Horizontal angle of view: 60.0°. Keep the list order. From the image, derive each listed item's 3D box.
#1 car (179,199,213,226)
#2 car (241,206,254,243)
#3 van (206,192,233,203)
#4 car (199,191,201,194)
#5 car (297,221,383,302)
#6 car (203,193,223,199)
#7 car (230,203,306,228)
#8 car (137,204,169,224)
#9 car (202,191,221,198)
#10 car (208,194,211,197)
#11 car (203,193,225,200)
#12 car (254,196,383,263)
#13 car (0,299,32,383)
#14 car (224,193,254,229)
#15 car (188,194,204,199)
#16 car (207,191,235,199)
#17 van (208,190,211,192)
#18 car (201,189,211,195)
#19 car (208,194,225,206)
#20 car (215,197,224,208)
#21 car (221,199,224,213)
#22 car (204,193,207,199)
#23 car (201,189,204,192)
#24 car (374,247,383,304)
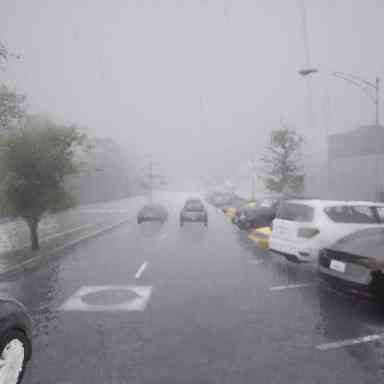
[{"bbox_3d":[0.132,1.501,23.585,2.128,1.511,4.902,0,0,0],"label":"car"},{"bbox_3d":[4.917,1.526,13.372,5.366,1.575,1.946,1,0,-20],"label":"car"},{"bbox_3d":[5.048,0.985,61.333,4.442,1.987,1.878,1,1,-20],"label":"van"},{"bbox_3d":[5.001,1.048,76.233,5.366,1.575,1.946,1,1,-20],"label":"car"},{"bbox_3d":[5.106,1.553,7.445,4.792,1.488,2.163,1,0,-20],"label":"car"},{"bbox_3d":[5.176,0.997,82.274,4.674,1.452,2.002,0,1,-20],"label":"car"},{"bbox_3d":[5.105,1.544,22.446,4.674,1.452,2.002,1,1,-20],"label":"car"},{"bbox_3d":[-2.866,1.564,25.008,1.994,1.385,4.181,0,0,0],"label":"car"},{"bbox_3d":[5.161,0.718,88.229,4.553,1.767,2.185,0,1,-20],"label":"car"},{"bbox_3d":[5.128,1.368,46.466,4.674,1.452,2.002,1,0,-20],"label":"car"},{"bbox_3d":[5.203,1.039,79.302,4.792,1.488,2.163,0,1,-20],"label":"car"},{"bbox_3d":[5.113,1.279,10.444,5.566,2.045,2.435,1,0,-20],"label":"car"},{"bbox_3d":[-2.897,1.520,2.205,1.837,1.490,4.892,0,0,0],"label":"car"},{"bbox_3d":[5.074,1.270,19.425,5.566,2.045,2.435,1,1,-20],"label":"car"},{"bbox_3d":[0.156,1.378,41.650,1.837,1.490,4.892,0,0,0],"label":"car"},{"bbox_3d":[5.109,1.179,49.437,4.553,1.767,2.185,1,0,-20],"label":"car"},{"bbox_3d":[5.252,1.057,52.471,4.442,1.987,1.878,1,0,-20],"label":"van"},{"bbox_3d":[5.127,0.984,58.379,5.566,2.045,2.435,1,1,-20],"label":"car"},{"bbox_3d":[5.103,1.380,43.448,4.792,1.488,2.163,1,1,-20],"label":"car"},{"bbox_3d":[5.087,1.473,31.442,4.792,1.488,2.163,1,1,-20],"label":"car"},{"bbox_3d":[5.277,1.486,25.518,5.366,1.575,1.946,1,0,-20],"label":"car"},{"bbox_3d":[5.139,1.259,55.413,4.892,1.521,2.231,1,0,-20],"label":"car"},{"bbox_3d":[5.186,0.937,64.375,5.566,2.045,2.435,1,0,-20],"label":"car"},{"bbox_3d":[5.079,1.556,4.420,4.674,1.452,2.002,1,0,-20],"label":"car"}]
